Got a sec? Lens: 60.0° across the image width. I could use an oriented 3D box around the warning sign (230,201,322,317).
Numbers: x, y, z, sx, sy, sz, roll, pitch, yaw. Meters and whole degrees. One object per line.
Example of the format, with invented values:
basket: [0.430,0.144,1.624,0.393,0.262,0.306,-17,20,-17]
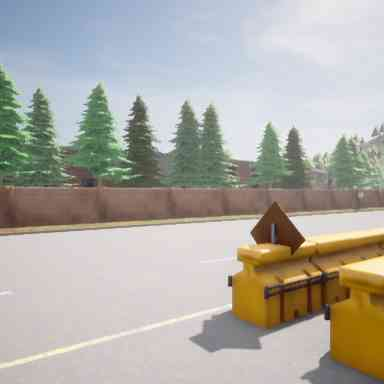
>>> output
warning sign: [1.550,1.112,6.265,1.060,1.860,1.300,0,0,-36]
